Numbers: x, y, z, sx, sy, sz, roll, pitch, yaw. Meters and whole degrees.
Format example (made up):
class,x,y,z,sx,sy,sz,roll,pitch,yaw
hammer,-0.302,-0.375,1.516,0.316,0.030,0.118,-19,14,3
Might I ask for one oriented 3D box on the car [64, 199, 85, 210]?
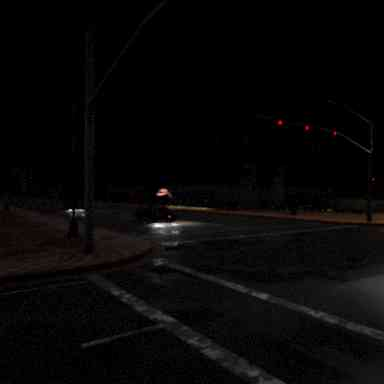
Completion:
class,x,y,z,sx,sy,sz,roll,pitch,yaw
car,-15.785,1.637,44.874,1.994,1.385,4.181,0,0,-35

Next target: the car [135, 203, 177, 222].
class,x,y,z,sx,sy,sz,roll,pitch,yaw
car,-3.061,1.599,27.035,1.812,1.442,4.674,0,0,-36
